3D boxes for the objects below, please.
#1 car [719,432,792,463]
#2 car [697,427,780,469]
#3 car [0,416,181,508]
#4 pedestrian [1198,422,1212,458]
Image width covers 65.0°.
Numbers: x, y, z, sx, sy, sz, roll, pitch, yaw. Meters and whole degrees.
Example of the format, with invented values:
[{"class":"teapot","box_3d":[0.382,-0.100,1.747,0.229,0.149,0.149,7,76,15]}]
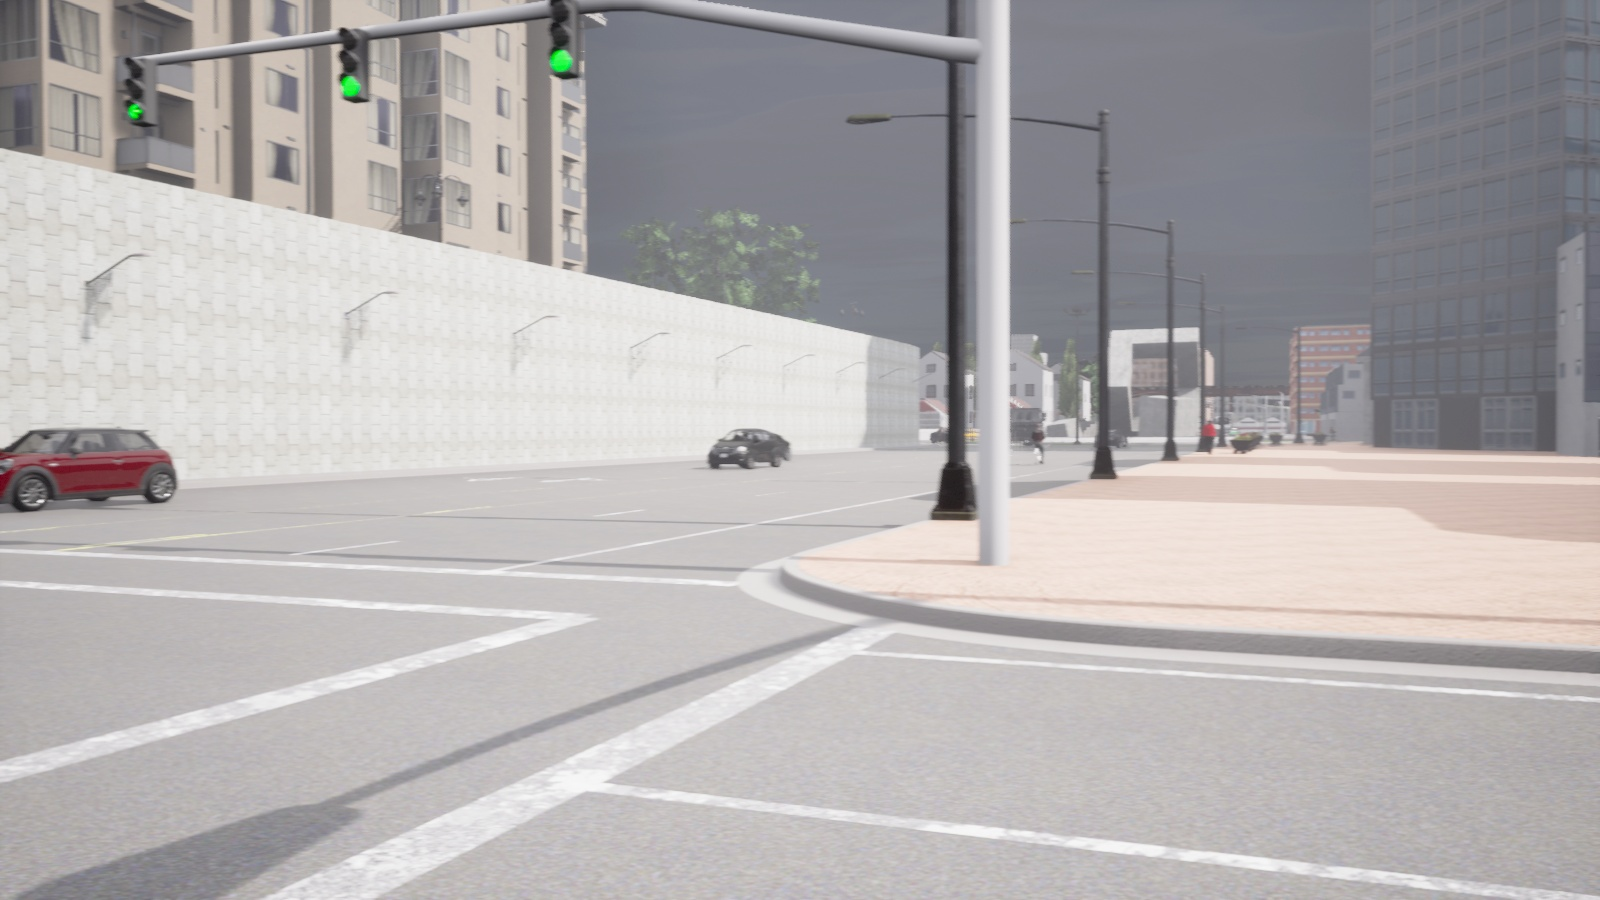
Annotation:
[{"class":"car","box_3d":[-2.109,-0.160,60.659,1.812,1.442,4.674,1,1,21]},{"class":"car","box_3d":[-2.426,-0.116,50.277,1.851,1.617,3.988,1,1,21]},{"class":"car","box_3d":[-15.618,0.194,26.261,2.097,1.767,4.553,1,1,21]},{"class":"pedestrian","box_3d":[20.954,-0.520,64.992,0.634,1.844,0.899,1,1,19]}]
